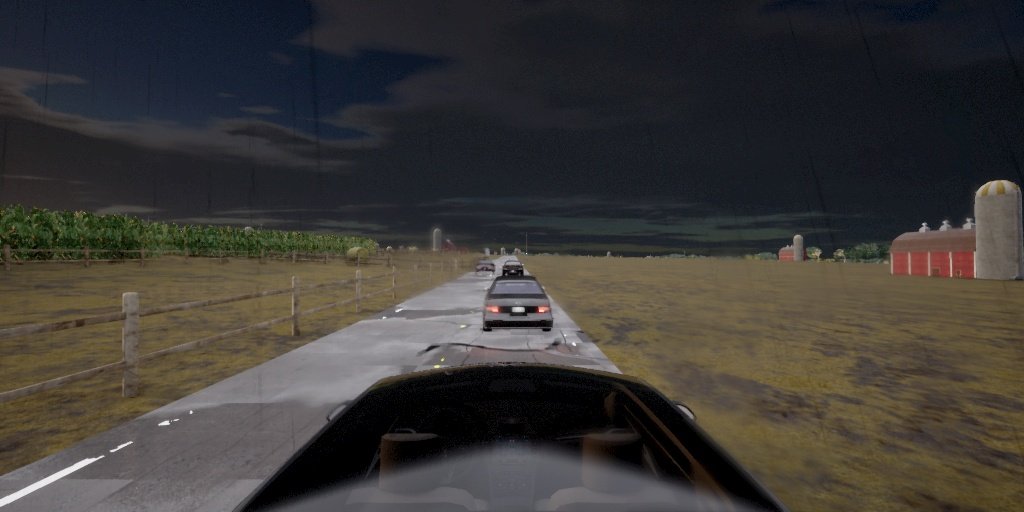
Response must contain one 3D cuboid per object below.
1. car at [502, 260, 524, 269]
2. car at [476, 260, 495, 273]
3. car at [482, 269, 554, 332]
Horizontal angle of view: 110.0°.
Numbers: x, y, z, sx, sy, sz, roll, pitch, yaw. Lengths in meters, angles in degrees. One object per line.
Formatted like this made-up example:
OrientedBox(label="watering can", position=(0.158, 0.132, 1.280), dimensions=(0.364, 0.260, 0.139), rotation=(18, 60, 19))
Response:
OrientedBox(label="car", position=(0.083, 1.130, 33.055), dimensions=(1.882, 1.535, 5.008), rotation=(0, 0, 0))
OrientedBox(label="car", position=(-2.866, 1.175, 39.611), dimensions=(1.994, 1.385, 4.181), rotation=(0, 0, 0))
OrientedBox(label="car", position=(0.112, 1.289, 10.839), dimensions=(2.033, 1.411, 5.357), rotation=(0, 0, -1))
